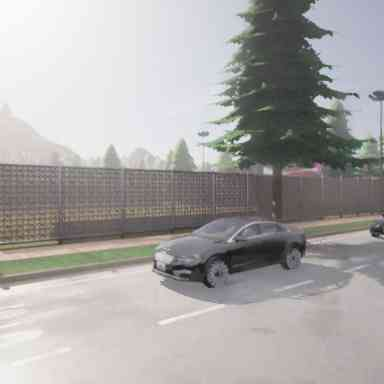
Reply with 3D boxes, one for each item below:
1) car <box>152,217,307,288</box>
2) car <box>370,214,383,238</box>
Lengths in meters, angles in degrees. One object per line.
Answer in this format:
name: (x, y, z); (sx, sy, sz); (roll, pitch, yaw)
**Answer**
car: (1.229, 1.479, 9.321); (4.902, 1.511, 2.128); (0, 0, -37)
car: (10.609, 1.487, 16.364); (4.674, 1.442, 1.812); (0, 0, -37)
